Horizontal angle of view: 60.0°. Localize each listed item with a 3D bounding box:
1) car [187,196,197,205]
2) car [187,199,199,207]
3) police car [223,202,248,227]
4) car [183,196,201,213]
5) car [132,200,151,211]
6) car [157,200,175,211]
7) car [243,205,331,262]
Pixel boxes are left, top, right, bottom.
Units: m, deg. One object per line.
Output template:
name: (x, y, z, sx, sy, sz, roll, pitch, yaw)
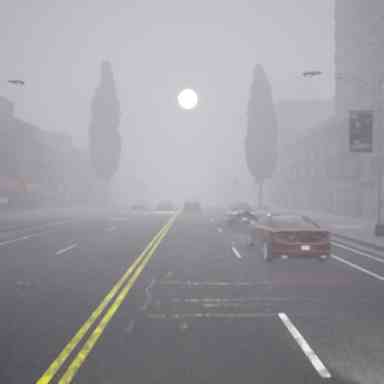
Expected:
car: (0.026, 1.841, 74.024, 2.150, 2.045, 5.566, 0, -1, 0)
car: (0.120, 1.874, 57.265, 2.033, 1.411, 5.357, 0, -1, 0)
police car: (3.258, 1.505, 23.007, 2.038, 1.542, 4.974, 0, 0, 0)
car: (0.002, 1.595, 38.560, 1.882, 1.535, 5.008, 0, -1, 0)
car: (-6.498, 1.711, 43.427, 2.033, 1.411, 5.357, 0, -1, 0)
car: (-3.263, 1.713, 42.003, 1.994, 1.385, 4.181, 0, -1, 0)
car: (3.255, 1.449, 12.002, 1.882, 1.535, 5.008, 0, 0, 0)
